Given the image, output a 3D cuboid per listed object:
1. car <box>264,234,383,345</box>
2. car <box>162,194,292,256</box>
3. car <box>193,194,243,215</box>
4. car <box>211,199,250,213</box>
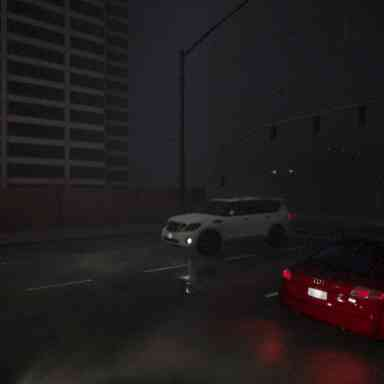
[{"bbox_3d":[3.608,1.564,6.372,4.181,1.385,1.994,0,0,-35],"label":"car"},{"bbox_3d":[1.573,1.221,13.403,5.566,2.045,2.150,0,0,-32],"label":"car"},{"bbox_3d":[2.613,1.222,34.783,2.150,2.045,5.566,0,0,-36],"label":"car"},{"bbox_3d":[4.326,1.525,38.423,1.812,1.442,4.674,0,0,-36],"label":"car"}]
